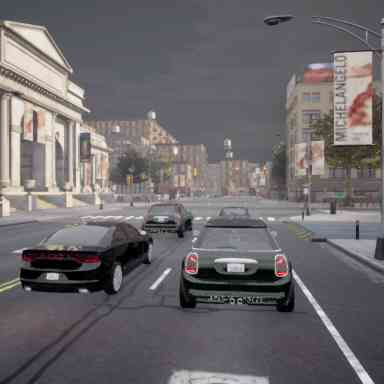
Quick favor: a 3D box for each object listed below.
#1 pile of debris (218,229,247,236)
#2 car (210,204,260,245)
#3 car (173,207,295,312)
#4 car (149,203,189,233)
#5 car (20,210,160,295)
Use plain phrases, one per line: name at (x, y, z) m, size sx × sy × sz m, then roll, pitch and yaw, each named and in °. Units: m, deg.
pile of debris at (2.221, 2.175, 18.040) m, size 1.500 × 0.140 × 1.860 m, roll 0°, pitch 0°, yaw 8°
car at (2.163, 1.489, 16.803) m, size 2.128 × 1.511 × 4.902 m, roll 0°, pitch 0°, yaw 8°
car at (1.023, 1.352, 7.956) m, size 2.097 × 1.767 × 4.553 m, roll 0°, pitch 0°, yaw 7°
car at (-1.196, 1.352, 18.009) m, size 2.097 × 1.767 × 4.553 m, roll 0°, pitch 0°, yaw 8°
car at (-2.395, 1.478, 8.877) m, size 1.882 × 1.535 × 5.008 m, roll 0°, pitch 0°, yaw 7°
